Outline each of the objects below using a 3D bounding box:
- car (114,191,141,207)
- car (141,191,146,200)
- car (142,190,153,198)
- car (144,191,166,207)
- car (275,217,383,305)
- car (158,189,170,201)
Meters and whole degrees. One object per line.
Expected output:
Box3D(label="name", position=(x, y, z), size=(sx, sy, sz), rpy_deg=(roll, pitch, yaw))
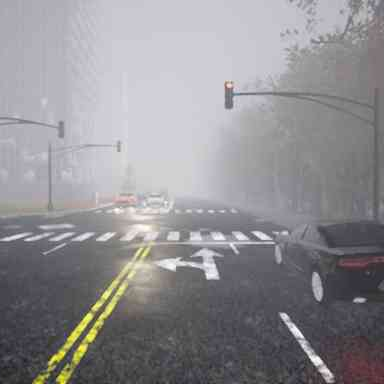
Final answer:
Box3D(label="car", position=(-7.412, 0.778, 37.732), size=(2.097, 1.767, 4.553), rpy_deg=(0, 1, -2))
Box3D(label="car", position=(-8.178, 0.755, 53.525), size=(1.994, 1.385, 4.181), rpy_deg=(0, 1, -3))
Box3D(label="car", position=(-9.061, 0.452, 68.129), size=(1.882, 1.535, 5.008), rpy_deg=(0, 1, -4))
Box3D(label="car", position=(-4.171, 0.945, 38.150), size=(1.812, 1.442, 4.674), rpy_deg=(0, 1, -5))
Box3D(label="car", position=(3.315, 1.320, 7.794), size=(1.882, 1.535, 5.008), rpy_deg=(-3, 0, 1))
Box3D(label="car", position=(-4.936, 0.711, 53.829), size=(1.812, 1.442, 4.674), rpy_deg=(0, 1, -3))
